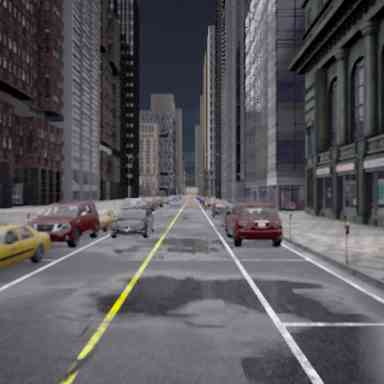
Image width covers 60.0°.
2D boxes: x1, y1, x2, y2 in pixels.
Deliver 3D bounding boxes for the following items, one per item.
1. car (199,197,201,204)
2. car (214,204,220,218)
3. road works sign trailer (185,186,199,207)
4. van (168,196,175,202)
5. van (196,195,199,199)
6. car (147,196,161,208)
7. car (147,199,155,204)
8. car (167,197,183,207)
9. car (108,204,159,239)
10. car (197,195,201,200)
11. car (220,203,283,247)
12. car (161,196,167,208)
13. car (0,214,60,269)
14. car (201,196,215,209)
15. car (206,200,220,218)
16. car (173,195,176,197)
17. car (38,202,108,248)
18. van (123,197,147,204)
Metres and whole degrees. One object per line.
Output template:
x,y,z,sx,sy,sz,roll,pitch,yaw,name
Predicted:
2.743,1.932,60.637,1.947,1.339,4.313,0,0,0,car
2.754,1.671,21.154,2.008,1.369,4.403,0,0,0,car
-0.016,0.814,58.028,2.380,3.560,2.880,0,0,0,road works sign trailer
-5.792,1.923,94.474,1.690,1.788,3.998,0,0,0,van
2.734,1.923,94.481,1.690,1.788,3.998,0,0,0,van
-5.778,1.573,43.709,2.192,1.841,5.009,0,0,0,car
-5.776,1.773,38.067,2.008,1.369,4.403,0,0,0,car
-3.059,1.960,59.619,1.895,1.301,4.718,0,0,1,car
-3.106,1.608,18.237,1.837,1.490,4.892,0,0,0,car
2.739,2.019,77.558,1.887,1.381,4.507,0,0,0,car
2.755,1.403,15.515,2.192,1.841,5.009,0,0,0,car
-5.781,1.645,54.990,2.192,1.841,5.009,0,0,0,car
-5.768,1.580,9.694,1.752,1.417,4.829,0,0,0,car
2.746,1.734,49.356,1.967,1.590,4.097,0,0,0,car
2.751,1.739,32.435,2.008,1.369,4.403,0,0,0,car
-5.788,2.061,83.192,2.008,1.369,4.403,0,0,0,car
-5.770,1.402,15.506,2.192,1.841,5.009,0,0,0,car
-5.775,1.528,32.428,1.690,1.788,3.998,0,0,0,van
